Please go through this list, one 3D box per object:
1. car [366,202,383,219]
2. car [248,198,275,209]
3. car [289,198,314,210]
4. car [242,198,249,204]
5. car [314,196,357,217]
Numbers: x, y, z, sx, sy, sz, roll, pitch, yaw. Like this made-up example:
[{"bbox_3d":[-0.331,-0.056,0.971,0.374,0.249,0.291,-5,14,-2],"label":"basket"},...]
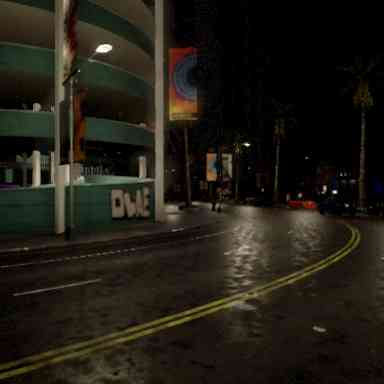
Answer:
[{"bbox_3d":[17.793,1.676,30.782,2.128,1.511,4.902,0,0,7],"label":"car"},{"bbox_3d":[11.387,1.836,53.198,1.882,1.535,5.008,0,-1,-15],"label":"car"},{"bbox_3d":[16.100,1.670,48.877,2.097,1.767,4.553,0,0,-13],"label":"car"},{"bbox_3d":[12.518,1.978,72.830,2.231,1.521,4.892,0,0,-16],"label":"car"},{"bbox_3d":[14.663,1.434,33.850,2.150,2.045,5.566,0,0,3],"label":"car"}]
